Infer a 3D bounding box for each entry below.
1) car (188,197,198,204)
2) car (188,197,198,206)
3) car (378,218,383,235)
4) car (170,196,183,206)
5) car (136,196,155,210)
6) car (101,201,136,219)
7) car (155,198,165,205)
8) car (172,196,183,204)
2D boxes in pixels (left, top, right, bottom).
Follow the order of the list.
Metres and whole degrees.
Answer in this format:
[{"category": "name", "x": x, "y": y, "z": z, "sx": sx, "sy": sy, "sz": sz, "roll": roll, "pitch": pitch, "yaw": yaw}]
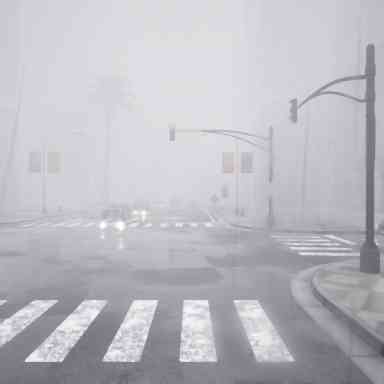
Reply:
[{"category": "car", "x": 0.172, "y": 1.705, "z": 69.827, "sx": 2.033, "sy": 1.411, "sz": 5.357, "roll": 0, "pitch": -1, "yaw": 0}, {"category": "car", "x": 0.198, "y": 1.791, "z": 59.822, "sx": 1.895, "sy": 1.301, "sz": 4.718, "roll": 0, "pitch": 0, "yaw": 1}, {"category": "car", "x": 11.613, "y": 1.415, "z": 16.127, "sx": 4.553, "sy": 1.767, "sz": 2.097, "roll": 0, "pitch": 0, "yaw": 1}, {"category": "car", "x": -3.001, "y": 1.739, "z": 60.055, "sx": 2.033, "sy": 1.411, "sz": 5.357, "roll": 0, "pitch": 0, "yaw": 0}, {"category": "car", "x": -6.483, "y": 1.563, "z": 43.437, "sx": 2.128, "sy": 1.511, "sz": 4.902, "roll": 0, "pitch": 0, "yaw": 0}, {"category": "car", "x": -6.528, "y": 1.620, "z": 29.171, "sx": 1.895, "sy": 1.301, "sz": 4.718, "roll": 0, "pitch": 0, "yaw": 0}, {"category": "car", "x": -6.355, "y": 1.790, "z": 63.960, "sx": 1.994, "sy": 1.385, "sz": 4.181, "roll": 0, "pitch": -1, "yaw": 0}, {"category": "car", "x": -3.016, "y": 1.641, "z": 70.631, "sx": 2.097, "sy": 1.767, "sz": 4.553, "roll": 0, "pitch": -1, "yaw": 0}]
